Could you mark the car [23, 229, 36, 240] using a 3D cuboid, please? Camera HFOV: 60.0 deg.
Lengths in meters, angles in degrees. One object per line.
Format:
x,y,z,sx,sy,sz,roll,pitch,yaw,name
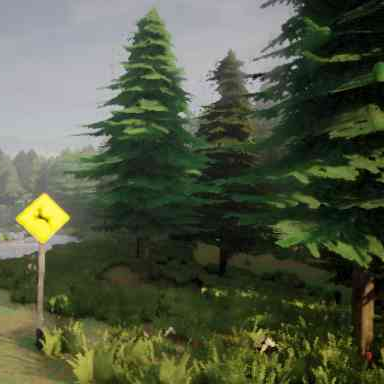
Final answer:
-20.041,5.146,41.665,1.882,1.535,5.008,2,-6,-25,car
